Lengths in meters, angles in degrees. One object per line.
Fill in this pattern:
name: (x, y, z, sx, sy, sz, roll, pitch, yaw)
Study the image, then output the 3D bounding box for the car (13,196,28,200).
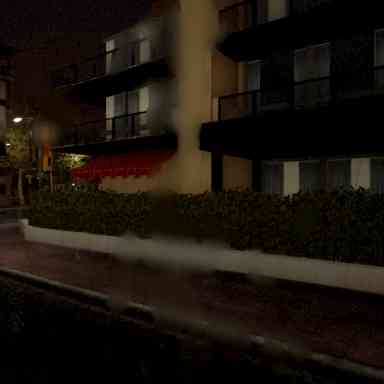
car: (-36.180, 1.481, 67.980, 4.892, 1.521, 2.231, 0, 0, 36)
